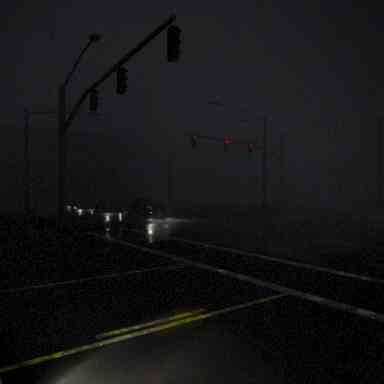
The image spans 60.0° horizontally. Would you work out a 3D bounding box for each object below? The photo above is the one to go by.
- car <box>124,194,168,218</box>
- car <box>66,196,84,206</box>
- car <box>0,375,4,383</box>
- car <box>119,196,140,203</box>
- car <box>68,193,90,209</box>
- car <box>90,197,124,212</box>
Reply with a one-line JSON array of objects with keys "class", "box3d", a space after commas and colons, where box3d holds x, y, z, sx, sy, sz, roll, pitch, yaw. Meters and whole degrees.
[{"class": "car", "box3d": [-4.054, 1.352, 30.447, 2.097, 1.767, 4.553, 0, 0, -36]}, {"class": "car", "box3d": [-19.602, 1.492, 56.030, 2.128, 1.511, 4.902, 0, 0, -10]}, {"class": "car", "box3d": [-3.664, 1.547, 1.195, 5.357, 1.411, 2.033, 0, 0, -35]}, {"class": "car", "box3d": [-13.647, 1.524, 72.556, 1.812, 1.442, 4.674, 0, 0, 30]}, {"class": "car", "box3d": [-15.569, 1.221, 46.641, 2.150, 2.045, 5.566, 0, 0, -33]}, {"class": "car", "box3d": [-9.832, 1.526, 38.456, 1.812, 1.442, 4.674, 0, 0, -36]}]
